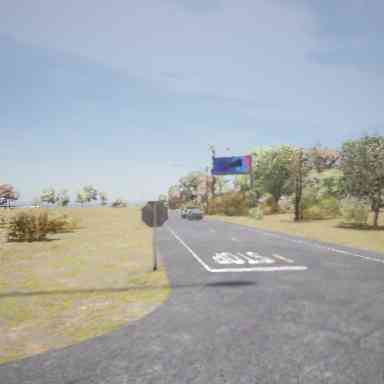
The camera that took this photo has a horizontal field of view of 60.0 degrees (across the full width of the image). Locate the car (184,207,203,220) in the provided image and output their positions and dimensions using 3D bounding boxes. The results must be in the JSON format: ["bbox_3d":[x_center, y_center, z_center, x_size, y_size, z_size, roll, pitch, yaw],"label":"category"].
[{"bbox_3d":[0.512,3.475,50.625,2.033,1.411,5.357,0,-2,-7],"label":"car"}]

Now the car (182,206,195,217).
[{"bbox_3d":[-0.506,3.423,57.725,2.150,2.045,5.566,0,-2,-8],"label":"car"}]
